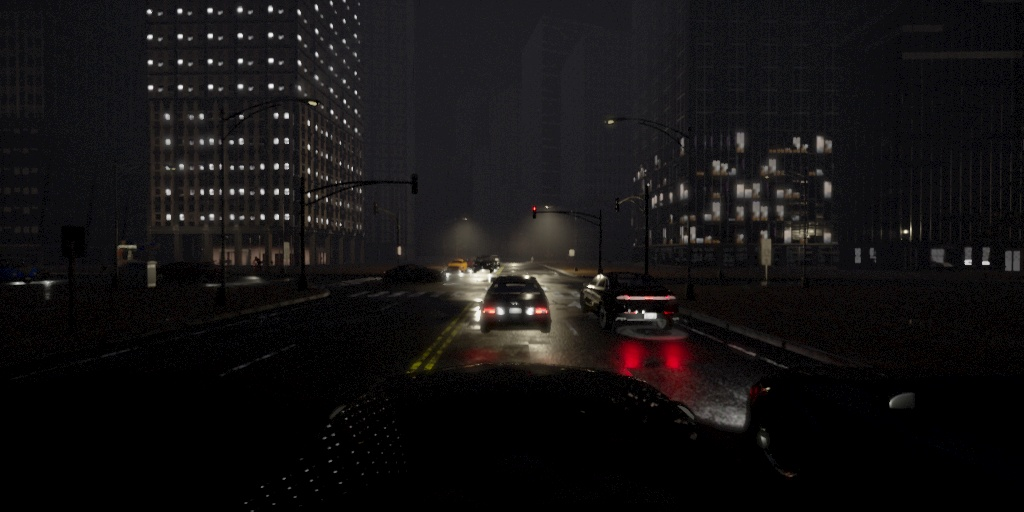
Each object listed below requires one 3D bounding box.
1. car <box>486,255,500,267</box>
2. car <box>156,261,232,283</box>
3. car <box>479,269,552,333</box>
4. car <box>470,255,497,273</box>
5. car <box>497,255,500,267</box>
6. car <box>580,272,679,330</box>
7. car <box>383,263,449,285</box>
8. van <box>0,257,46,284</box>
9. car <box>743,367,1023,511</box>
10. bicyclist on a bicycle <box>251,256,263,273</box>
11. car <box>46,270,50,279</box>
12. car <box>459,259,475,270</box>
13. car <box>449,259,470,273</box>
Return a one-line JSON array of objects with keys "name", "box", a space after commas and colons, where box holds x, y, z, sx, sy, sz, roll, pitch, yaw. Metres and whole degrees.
[{"name": "car", "box": [-3.265, 0.871, 63.064, 2.150, 2.045, 5.566, 0, 0, 0]}, {"name": "car", "box": [-23.069, 1.116, 25.925, 5.008, 1.535, 1.882, 0, 0, 1]}, {"name": "car", "box": [0.109, 1.290, 10.672, 2.033, 1.411, 5.357, 0, 0, 1]}, {"name": "car", "box": [-3.299, 0.921, 42.882, 2.150, 2.045, 5.566, 0, 0, 0]}, {"name": "car", "box": [-3.286, 1.028, 52.836, 2.097, 1.767, 4.553, 0, 0, 0]}, {"name": "car", "box": [3.356, 1.234, 11.085, 2.128, 1.511, 4.902, 0, 0, 0]}, {"name": "car", "box": [-6.963, 1.278, 25.559, 4.181, 1.385, 1.994, 0, 1, 1]}, {"name": "van", "box": [-33.909, 0.950, 23.625, 3.998, 1.789, 1.690, 0, 0, 1]}, {"name": "car", "box": [3.354, 1.314, 1.928, 1.994, 1.385, 4.181, 0, 0, 0]}, {"name": "bicyclist on a bicycle", "box": [-24.665, 0.854, 34.703, 0.582, 1.620, 1.656, 0, 1, 1]}, {"name": "car", "box": [-36.987, 1.098, 26.300, 4.674, 1.442, 1.812, 0, 1, 2]}, {"name": "car", "box": [-6.535, 1.202, 52.617, 1.812, 1.442, 4.674, 0, 0, 0]}, {"name": "car", "box": [-6.548, 1.176, 43.206, 1.882, 1.535, 5.008, 0, 0, 0]}]
